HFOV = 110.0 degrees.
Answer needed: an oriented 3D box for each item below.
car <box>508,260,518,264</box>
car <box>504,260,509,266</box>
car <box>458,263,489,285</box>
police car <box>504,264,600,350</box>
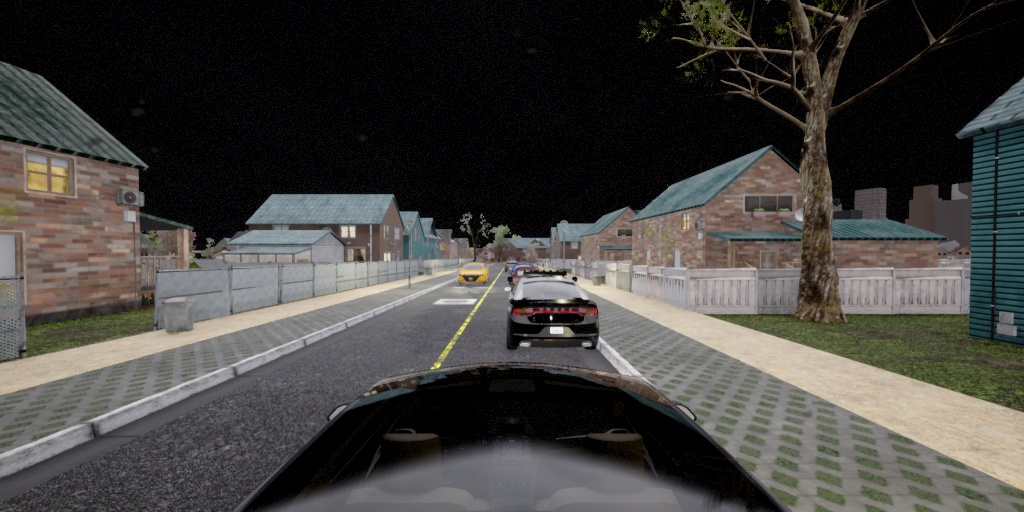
[{"bbox_3d":[0.828,1.242,25.116,1.882,1.535,5.008,0,0,0],"label":"car"},{"bbox_3d":[0.040,1.301,47.602,2.128,1.511,4.902,0,0,0],"label":"car"},{"bbox_3d":[-2.747,1.243,26.369,1.882,1.535,5.008,0,0,0],"label":"car"},{"bbox_3d":[0.828,1.175,9.223,1.930,1.638,5.238,0,0,0],"label":"police car"}]
